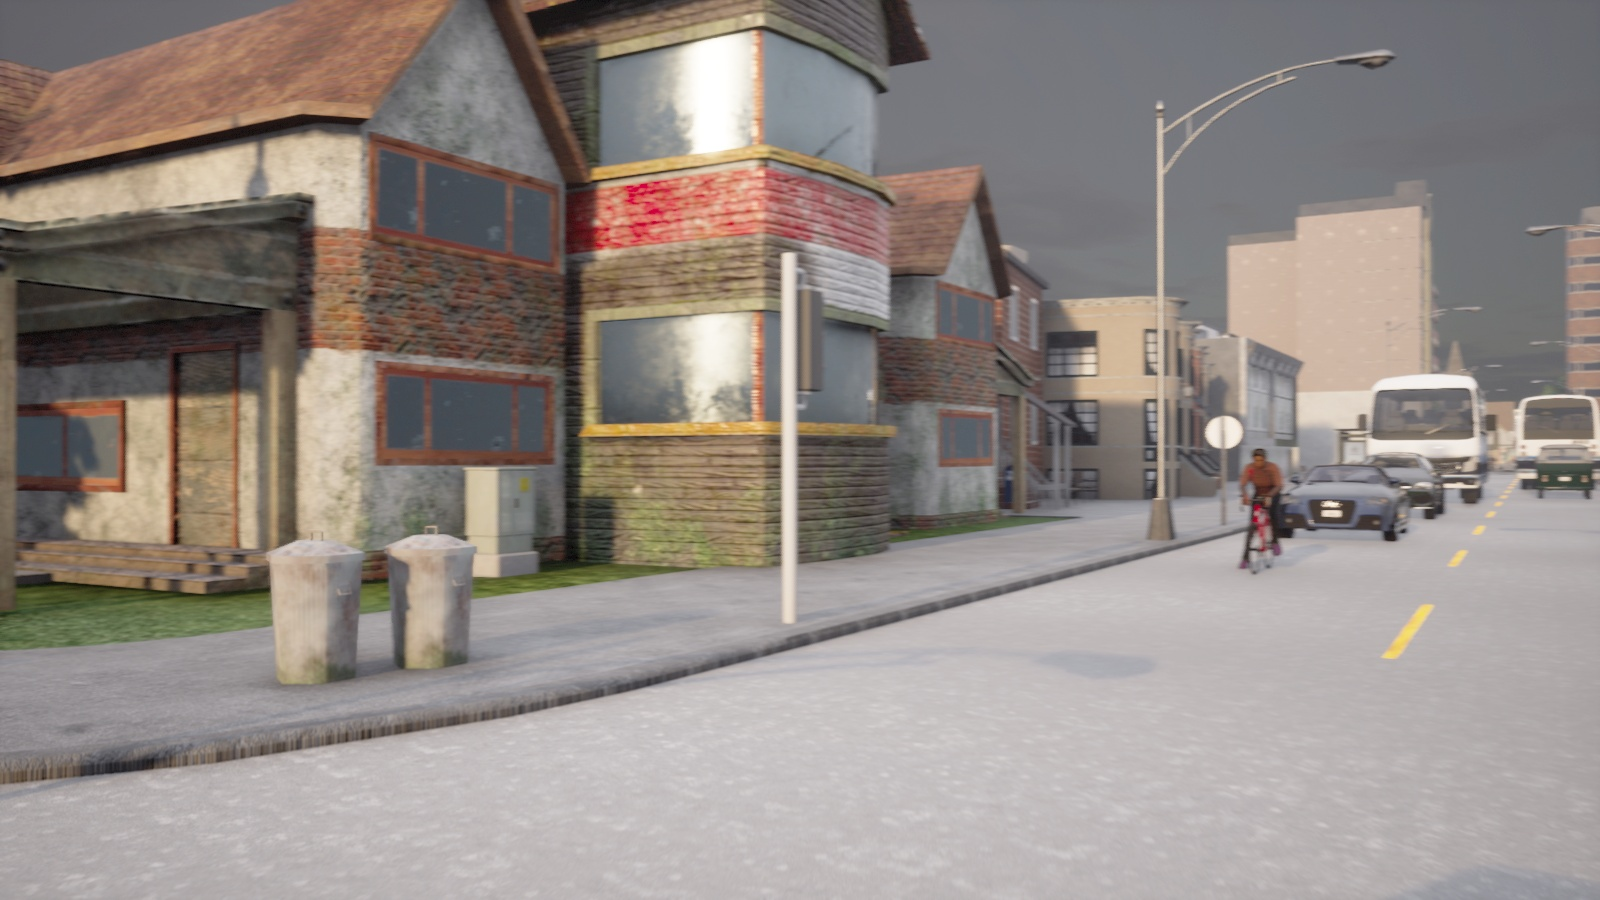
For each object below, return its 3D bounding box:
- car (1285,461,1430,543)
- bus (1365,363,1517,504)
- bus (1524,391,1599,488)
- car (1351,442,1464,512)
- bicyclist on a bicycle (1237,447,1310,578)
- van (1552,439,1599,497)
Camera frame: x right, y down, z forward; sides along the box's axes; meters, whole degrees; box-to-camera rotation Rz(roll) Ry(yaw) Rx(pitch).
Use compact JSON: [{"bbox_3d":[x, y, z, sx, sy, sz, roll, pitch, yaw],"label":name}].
[{"bbox_3d":[10.588,0.906,23.703,1.994,1.385,4.181,-1,0,31],"label":"car"},{"bbox_3d":[22.288,-0.473,43.257,3.944,4.253,10.273,-1,0,31],"label":"bus"},{"bbox_3d":[36.770,-0.446,59.649,3.944,4.253,10.273,-1,0,31],"label":"bus"},{"bbox_3d":[15.566,0.647,32.017,2.152,1.651,5.027,-1,0,31],"label":"car"},{"bbox_3d":[6.170,0.771,16.323,0.582,1.620,1.656,-1,0,31],"label":"bicyclist on a bicycle"},{"bbox_3d":[28.353,0.638,45.581,1.775,1.987,4.442,-1,0,31],"label":"van"}]
